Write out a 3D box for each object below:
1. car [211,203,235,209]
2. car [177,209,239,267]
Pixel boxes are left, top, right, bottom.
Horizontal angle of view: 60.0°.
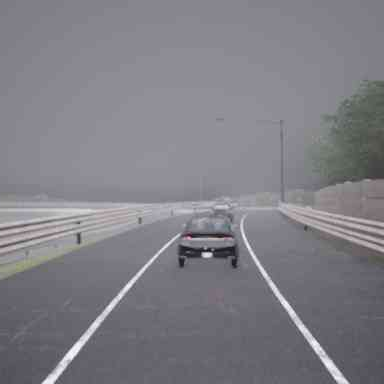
[{"bbox_3d":[2.535,1.656,27.599,1.812,1.442,4.674,-1,0,10],"label":"car"},{"bbox_3d":[0.596,1.548,11.628,2.128,1.511,4.902,0,0,4],"label":"car"}]
